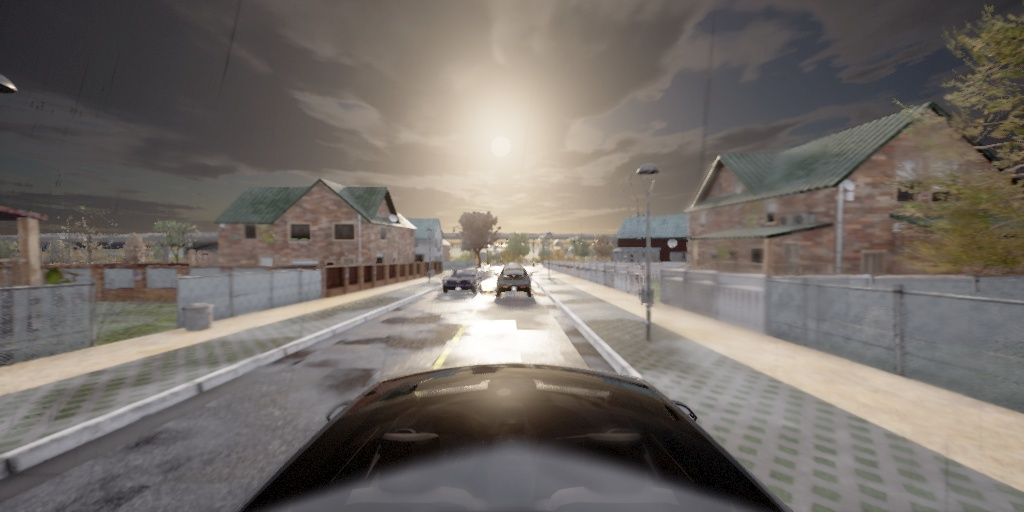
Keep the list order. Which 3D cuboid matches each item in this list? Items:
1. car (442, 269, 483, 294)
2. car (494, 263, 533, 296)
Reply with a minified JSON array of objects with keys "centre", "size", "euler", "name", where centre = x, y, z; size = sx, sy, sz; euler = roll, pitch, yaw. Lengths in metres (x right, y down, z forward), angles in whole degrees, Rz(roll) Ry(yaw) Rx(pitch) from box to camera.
[{"centre":[-2.854,1.447,21.248],"size":[1.895,1.301,4.718],"euler":[0,0,0],"name":"car"},{"centre":[0.097,1.346,19.930],"size":[1.837,1.490,4.892],"euler":[0,0,0],"name":"car"}]
